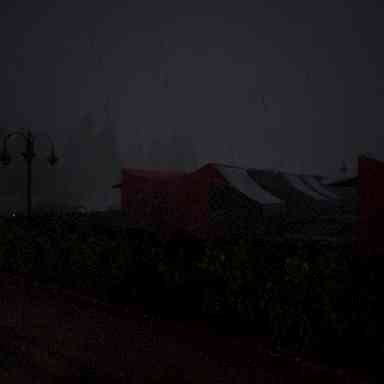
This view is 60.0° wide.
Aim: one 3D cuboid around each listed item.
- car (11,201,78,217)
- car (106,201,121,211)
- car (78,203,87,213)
[{"bbox_3d":[-12.437,1.560,27.804,1.837,1.490,4.892,0,0,36],"label":"car"},{"bbox_3d":[-6.862,1.533,35.493,1.882,1.535,5.008,0,0,36],"label":"car"},{"bbox_3d":[-12.720,1.619,33.373,1.994,1.385,4.181,0,0,36],"label":"car"}]
